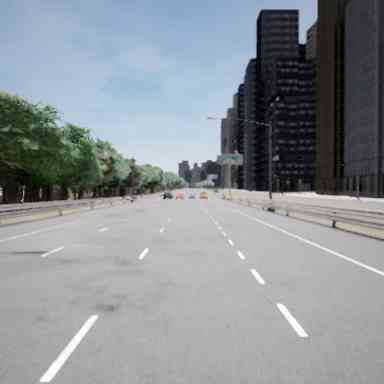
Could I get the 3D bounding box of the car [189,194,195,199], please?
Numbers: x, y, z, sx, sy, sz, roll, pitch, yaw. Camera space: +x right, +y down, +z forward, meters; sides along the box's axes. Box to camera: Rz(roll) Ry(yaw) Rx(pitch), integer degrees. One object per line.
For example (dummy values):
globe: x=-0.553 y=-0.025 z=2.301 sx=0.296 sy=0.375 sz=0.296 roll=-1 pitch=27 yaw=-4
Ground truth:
car: x=0.014 y=1.367 z=94.820 sx=2.033 sy=1.411 sz=5.357 roll=0 pitch=0 yaw=0

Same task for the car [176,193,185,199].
car: x=-3.483 y=1.180 z=95.195 sx=2.097 sy=1.767 sz=4.553 roll=0 pitch=0 yaw=0

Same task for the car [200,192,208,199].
car: x=3.513 y=1.304 z=94.797 sx=1.882 sy=1.535 sz=5.008 roll=0 pitch=0 yaw=0

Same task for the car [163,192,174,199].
car: x=-6.986 y=1.053 z=94.893 sx=2.150 sy=2.045 sz=5.566 roll=0 pitch=0 yaw=0
